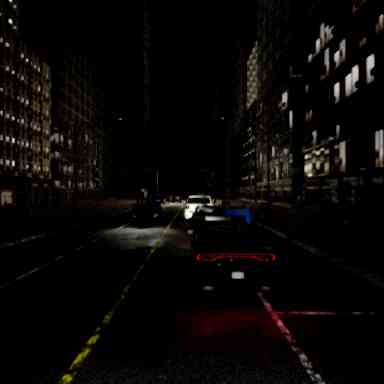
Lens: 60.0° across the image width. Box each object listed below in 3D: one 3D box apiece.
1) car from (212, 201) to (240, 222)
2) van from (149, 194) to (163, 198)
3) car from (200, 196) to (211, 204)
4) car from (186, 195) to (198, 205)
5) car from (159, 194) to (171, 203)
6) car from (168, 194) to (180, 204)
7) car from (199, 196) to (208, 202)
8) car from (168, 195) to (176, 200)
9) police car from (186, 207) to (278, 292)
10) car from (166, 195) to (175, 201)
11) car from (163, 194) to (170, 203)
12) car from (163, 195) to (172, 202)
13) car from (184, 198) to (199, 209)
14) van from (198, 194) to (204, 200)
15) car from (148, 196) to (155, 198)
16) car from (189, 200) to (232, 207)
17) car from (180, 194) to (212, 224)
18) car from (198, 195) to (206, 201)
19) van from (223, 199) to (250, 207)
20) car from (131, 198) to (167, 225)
[{"bbox_3d":[2.676,1.525,27.084,1.752,1.417,4.829,0,0,0],"label":"car"},{"bbox_3d":[-5.716,1.343,49.584,1.690,1.788,3.998,0,0,0],"label":"van"},{"bbox_3d":[2.657,1.555,66.590,2.008,1.369,4.403,0,0,0],"label":"car"},{"bbox_3d":[-0.028,1.356,60.305,2.097,1.767,4.553,0,0,0],"label":"car"},{"bbox_3d":[-5.727,1.320,72.255,2.192,1.841,5.009,0,0,0],"label":"car"},{"bbox_3d":[-3.057,1.500,65.978,2.128,1.511,4.902,0,0,1],"label":"car"},{"bbox_3d":[2.652,1.551,77.926,1.887,1.381,4.507,0,0,0],"label":"car"},{"bbox_3d":[-5.737,1.574,94.927,1.947,1.339,4.313,0,0,0],"label":"car"},{"bbox_3d":[0.896,1.425,9.089,1.930,1.638,5.238,0,0,0],"label":"police car"},{"bbox_3d":[-5.734,1.552,89.260,1.887,1.381,4.507,0,0,0],"label":"car"},{"bbox_3d":[-5.720,1.554,60.919,2.008,1.369,4.403,0,0,0],"label":"car"},{"bbox_3d":[-5.729,1.531,77.753,1.752,1.417,4.829,0,0,0],"label":"car"},{"bbox_3d":[-0.004,1.566,46.322,1.994,1.385,4.181,0,0,0],"label":"car"},{"bbox_3d":[2.644,1.349,94.930,1.690,1.788,3.998,0,0,0],"label":"van"},{"bbox_3d":[-5.710,1.526,38.077,1.752,1.417,4.829,0,0,0],"label":"car"},{"bbox_3d":[0.891,1.478,18.979,1.882,1.535,5.008,0,0,0],"label":"car"},{"bbox_3d":[0.649,1.223,25.088,2.150,2.045,5.566,0,0,4],"label":"car"},{"bbox_3d":[2.646,1.552,89.262,1.887,1.381,4.507,0,0,0],"label":"car"},{"bbox_3d":[2.678,1.341,21.246,1.690,1.788,3.998,0,0,0],"label":"van"},{"bbox_3d":[-3.111,1.477,24.059,1.882,1.535,5.008,0,0,0],"label":"car"}]
